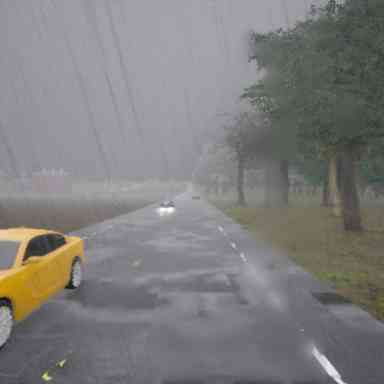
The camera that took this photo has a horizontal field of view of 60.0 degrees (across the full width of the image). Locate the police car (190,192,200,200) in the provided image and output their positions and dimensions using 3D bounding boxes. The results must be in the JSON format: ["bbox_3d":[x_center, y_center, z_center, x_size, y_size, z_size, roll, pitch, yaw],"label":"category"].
[{"bbox_3d":[1.052,1.219,85.022,1.930,1.638,5.238,0,0,0],"label":"police car"}]

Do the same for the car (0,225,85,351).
[{"bbox_3d":[-3.601,1.479,6.285,1.882,1.535,5.008,0,0,0],"label":"car"}]

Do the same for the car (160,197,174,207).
[{"bbox_3d":[-3.576,1.425,48.173,2.128,1.511,4.902,0,0,0],"label":"car"}]
